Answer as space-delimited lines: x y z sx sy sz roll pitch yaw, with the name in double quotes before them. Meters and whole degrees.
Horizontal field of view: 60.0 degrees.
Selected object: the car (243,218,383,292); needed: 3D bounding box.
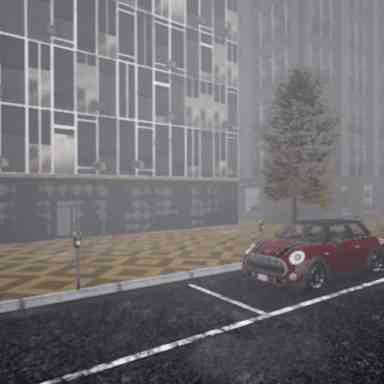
"car" 3.267 1.468 8.900 4.097 1.590 1.967 0 -1 -35
